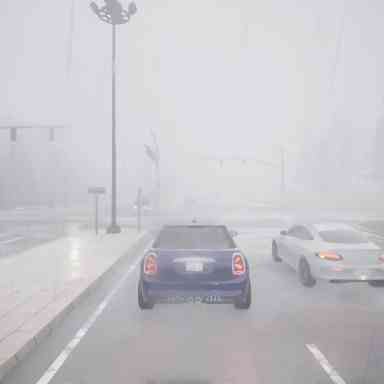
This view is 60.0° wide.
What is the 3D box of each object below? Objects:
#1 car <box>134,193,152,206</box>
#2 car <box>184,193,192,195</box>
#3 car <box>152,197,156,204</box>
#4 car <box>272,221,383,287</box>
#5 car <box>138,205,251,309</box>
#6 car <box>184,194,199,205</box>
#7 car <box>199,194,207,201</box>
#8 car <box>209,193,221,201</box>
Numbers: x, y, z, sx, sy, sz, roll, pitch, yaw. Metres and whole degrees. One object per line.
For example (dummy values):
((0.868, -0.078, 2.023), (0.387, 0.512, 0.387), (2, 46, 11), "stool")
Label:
((-8.343, 1.352, 55.668), (2.097, 1.767, 4.553), (0, 0, -1), "car")
((-0.777, 1.489, 85.342), (1.837, 1.490, 4.892), (0, 0, -1), "car")
((-8.464, 1.564, 65.614), (1.994, 1.385, 4.181), (0, 0, 0), "car")
((3.561, 1.526, 9.222), (1.812, 1.442, 4.674), (0, 0, 0), "car")
((0.058, 1.352, 8.018), (2.097, 1.767, 4.553), (0, 0, 0), "car")
((-0.244, 1.526, 54.838), (1.812, 1.442, 4.674), (0, 0, -1), "car")
((2.723, 1.513, 85.405), (1.812, 1.442, 4.674), (0, 0, -1), "car")
((6.228, 1.215, 85.139), (2.150, 2.045, 5.566), (0, 0, -1), "car")
